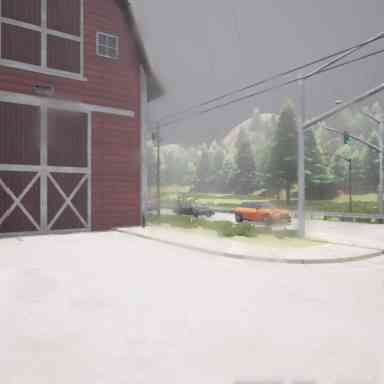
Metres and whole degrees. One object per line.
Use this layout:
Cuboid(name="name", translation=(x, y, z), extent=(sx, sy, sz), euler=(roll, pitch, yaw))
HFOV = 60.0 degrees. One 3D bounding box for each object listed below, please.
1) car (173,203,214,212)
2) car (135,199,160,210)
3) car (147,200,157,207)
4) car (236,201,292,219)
Cuboid(name="car", translation=(0.026, 1.770, 33.435), extent=(2.033, 1.411, 5.357), euler=(0, 0, -34))
Cuboid(name="car", translation=(-6.640, 1.847, 49.556), extent=(1.812, 1.442, 4.674), euler=(0, 0, -34))
Cuboid(name="car", translation=(-5.594, 1.839, 41.650), extent=(1.994, 1.385, 4.181), euler=(0, 0, -35))
Cuboid(name="car", translation=(5.405, 1.524, 25.577), extent=(2.097, 1.767, 4.553), euler=(0, 0, -34))
